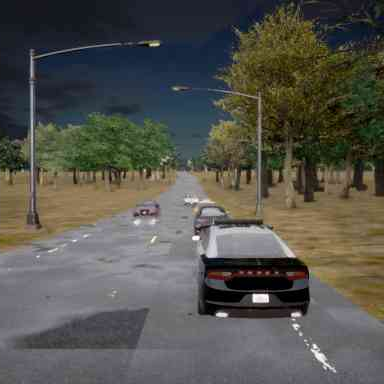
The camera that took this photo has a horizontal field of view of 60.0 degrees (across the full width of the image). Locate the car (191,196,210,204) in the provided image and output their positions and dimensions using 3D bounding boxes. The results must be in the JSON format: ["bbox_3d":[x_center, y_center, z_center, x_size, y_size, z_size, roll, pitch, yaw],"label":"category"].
[{"bbox_3d":[1.020,1.306,23.732,1.801,1.575,5.366,0,1,0],"label":"car"}]

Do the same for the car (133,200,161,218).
[{"bbox_3d":[-3.635,1.374,27.511,1.994,1.385,4.181,0,1,0],"label":"car"}]

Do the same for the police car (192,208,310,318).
[{"bbox_3d":[1.043,1.408,7.654,1.930,1.638,5.238,0,0,0],"label":"police car"}]

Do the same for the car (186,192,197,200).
[{"bbox_3d":[-0.080,0.684,58.234,1.895,1.301,4.718,0,2,0],"label":"car"}]

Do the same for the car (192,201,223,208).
[{"bbox_3d":[1.029,1.440,17.544,1.812,1.442,4.674,0,1,0],"label":"car"}]

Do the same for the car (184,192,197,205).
[{"bbox_3d":[-0.040,1.097,45.132,1.895,1.301,4.718,0,1,0],"label":"car"}]
